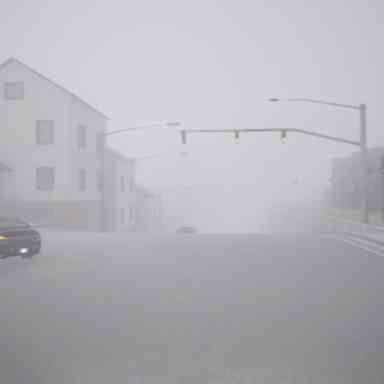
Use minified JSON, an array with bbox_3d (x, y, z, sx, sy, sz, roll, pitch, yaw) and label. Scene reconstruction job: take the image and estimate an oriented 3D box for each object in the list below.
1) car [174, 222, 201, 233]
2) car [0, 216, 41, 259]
[{"bbox_3d":[-0.468,3.789,29.980,1.994,1.385,4.181,-1,-13,5],"label":"car"},{"bbox_3d":[-7.361,1.598,11.582,4.892,1.490,1.837,-1,-2,29],"label":"car"}]
